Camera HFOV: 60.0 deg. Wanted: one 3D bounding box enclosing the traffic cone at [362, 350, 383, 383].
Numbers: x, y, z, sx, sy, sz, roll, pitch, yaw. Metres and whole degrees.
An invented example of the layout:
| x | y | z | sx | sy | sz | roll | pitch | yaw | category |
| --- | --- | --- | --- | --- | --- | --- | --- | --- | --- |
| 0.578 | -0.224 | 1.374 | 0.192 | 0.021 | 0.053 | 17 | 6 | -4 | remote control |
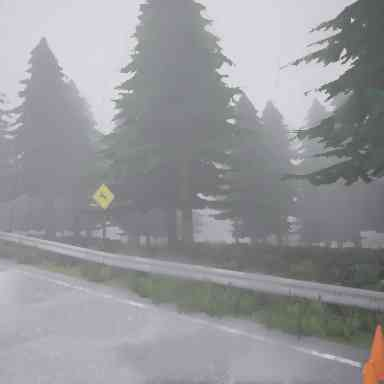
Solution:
| x | y | z | sx | sy | sz | roll | pitch | yaw | category |
| --- | --- | --- | --- | --- | --- | --- | --- | --- | --- |
| 1.775 | 1.956 | 3.289 | 0.340 | 0.580 | 0.340 | 0 | 0 | 34 | traffic cone |

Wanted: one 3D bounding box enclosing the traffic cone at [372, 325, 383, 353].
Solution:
| x | y | z | sx | sy | sz | roll | pitch | yaw | category |
| --- | --- | --- | --- | --- | --- | --- | --- | --- | --- |
| 2.322 | 1.956 | 4.124 | 0.340 | 0.580 | 0.340 | 0 | 0 | 34 | traffic cone |
